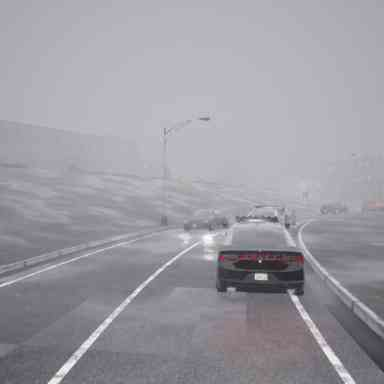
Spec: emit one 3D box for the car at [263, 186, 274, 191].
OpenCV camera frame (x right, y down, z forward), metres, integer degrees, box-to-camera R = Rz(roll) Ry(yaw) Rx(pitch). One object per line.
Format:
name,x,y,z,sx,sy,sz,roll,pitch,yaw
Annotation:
car,17.046,-0.640,79.818,2.185,1.767,4.553,-4,-6,41

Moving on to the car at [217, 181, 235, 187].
car,5.952,-1.380,67.525,2.163,1.488,4.792,-4,-6,44

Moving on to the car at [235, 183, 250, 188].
car,9.736,-1.086,71.533,2.002,1.452,4.674,-4,-6,43

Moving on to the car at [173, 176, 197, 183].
car,-2.009,-1.972,59.596,5.008,1.535,2.097,4,-6,-43

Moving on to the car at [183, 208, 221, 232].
car,0.994,1.783,22.070,1.812,1.442,4.674,-2,-2,22

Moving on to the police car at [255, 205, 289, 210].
police car,4.061,1.544,18.270,1.930,1.638,5.238,-1,-1,19

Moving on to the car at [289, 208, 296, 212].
car,6.136,1.693,23.490,1.837,1.490,4.892,-2,-1,24

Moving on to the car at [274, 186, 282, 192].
car,20.632,-0.417,84.129,2.435,2.045,5.566,-3,-6,40

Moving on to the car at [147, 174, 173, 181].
car,-6.063,-2.199,55.815,4.674,1.452,2.002,4,-6,-42

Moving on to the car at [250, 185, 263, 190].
car,13.367,-0.838,75.551,2.231,1.521,4.892,-4,-6,42

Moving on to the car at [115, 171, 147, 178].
car,-10.198,-2.494,52.126,4.892,1.521,2.231,3,-5,-41

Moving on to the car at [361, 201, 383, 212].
car,27.245,2.117,49.727,4.553,1.767,2.097,2,-4,-39

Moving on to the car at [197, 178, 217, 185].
car,1.946,-1.824,63.452,4.553,1.767,2.185,4,-6,-44

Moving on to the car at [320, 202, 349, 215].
car,17.852,2.050,41.565,4.892,1.490,1.837,1,-4,-41

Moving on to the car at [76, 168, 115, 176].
car,-14.379,-2.725,48.531,4.892,1.521,2.231,3,-5,-41

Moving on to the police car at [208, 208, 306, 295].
police car,1.749,1.458,9.009,1.930,1.638,5.238,-1,0,9

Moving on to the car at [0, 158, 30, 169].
car,-22.680,-3.283,41.423,4.553,1.767,2.185,3,-5,-41
